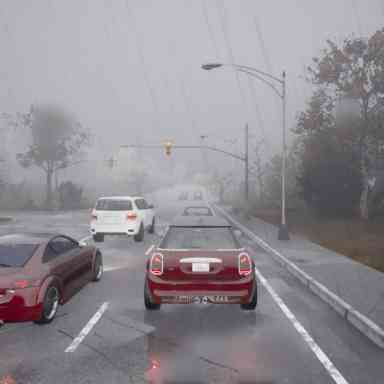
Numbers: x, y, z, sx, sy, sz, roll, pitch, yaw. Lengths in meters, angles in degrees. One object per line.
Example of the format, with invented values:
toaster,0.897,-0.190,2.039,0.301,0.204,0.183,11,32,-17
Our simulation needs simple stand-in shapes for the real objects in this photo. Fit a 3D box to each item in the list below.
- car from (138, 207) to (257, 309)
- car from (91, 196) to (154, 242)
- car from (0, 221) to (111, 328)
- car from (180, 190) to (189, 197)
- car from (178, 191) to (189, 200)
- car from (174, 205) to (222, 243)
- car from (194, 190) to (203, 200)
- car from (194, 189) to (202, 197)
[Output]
car,0.175,1.352,8.011,2.097,1.767,4.553,0,0,1
car,-3.242,1.221,16.549,2.150,2.045,5.566,0,0,3
car,-3.335,1.564,7.131,1.994,1.385,4.181,0,0,1
car,-1.895,0.356,85.561,2.033,1.411,5.357,0,3,1
car,-2.104,1.045,75.562,1.994,1.385,4.181,0,3,1
car,0.295,1.491,16.987,2.128,1.511,4.902,0,0,1
car,1.395,1.017,75.488,1.812,1.442,4.674,0,3,1
car,1.604,0.173,85.449,2.097,1.767,4.553,0,3,1
